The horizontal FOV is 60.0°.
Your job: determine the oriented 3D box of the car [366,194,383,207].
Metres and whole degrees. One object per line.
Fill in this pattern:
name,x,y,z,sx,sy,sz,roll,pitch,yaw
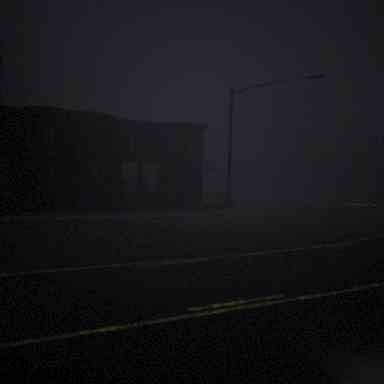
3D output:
car,22.012,0.955,38.092,1.837,1.490,4.892,2,2,-5
